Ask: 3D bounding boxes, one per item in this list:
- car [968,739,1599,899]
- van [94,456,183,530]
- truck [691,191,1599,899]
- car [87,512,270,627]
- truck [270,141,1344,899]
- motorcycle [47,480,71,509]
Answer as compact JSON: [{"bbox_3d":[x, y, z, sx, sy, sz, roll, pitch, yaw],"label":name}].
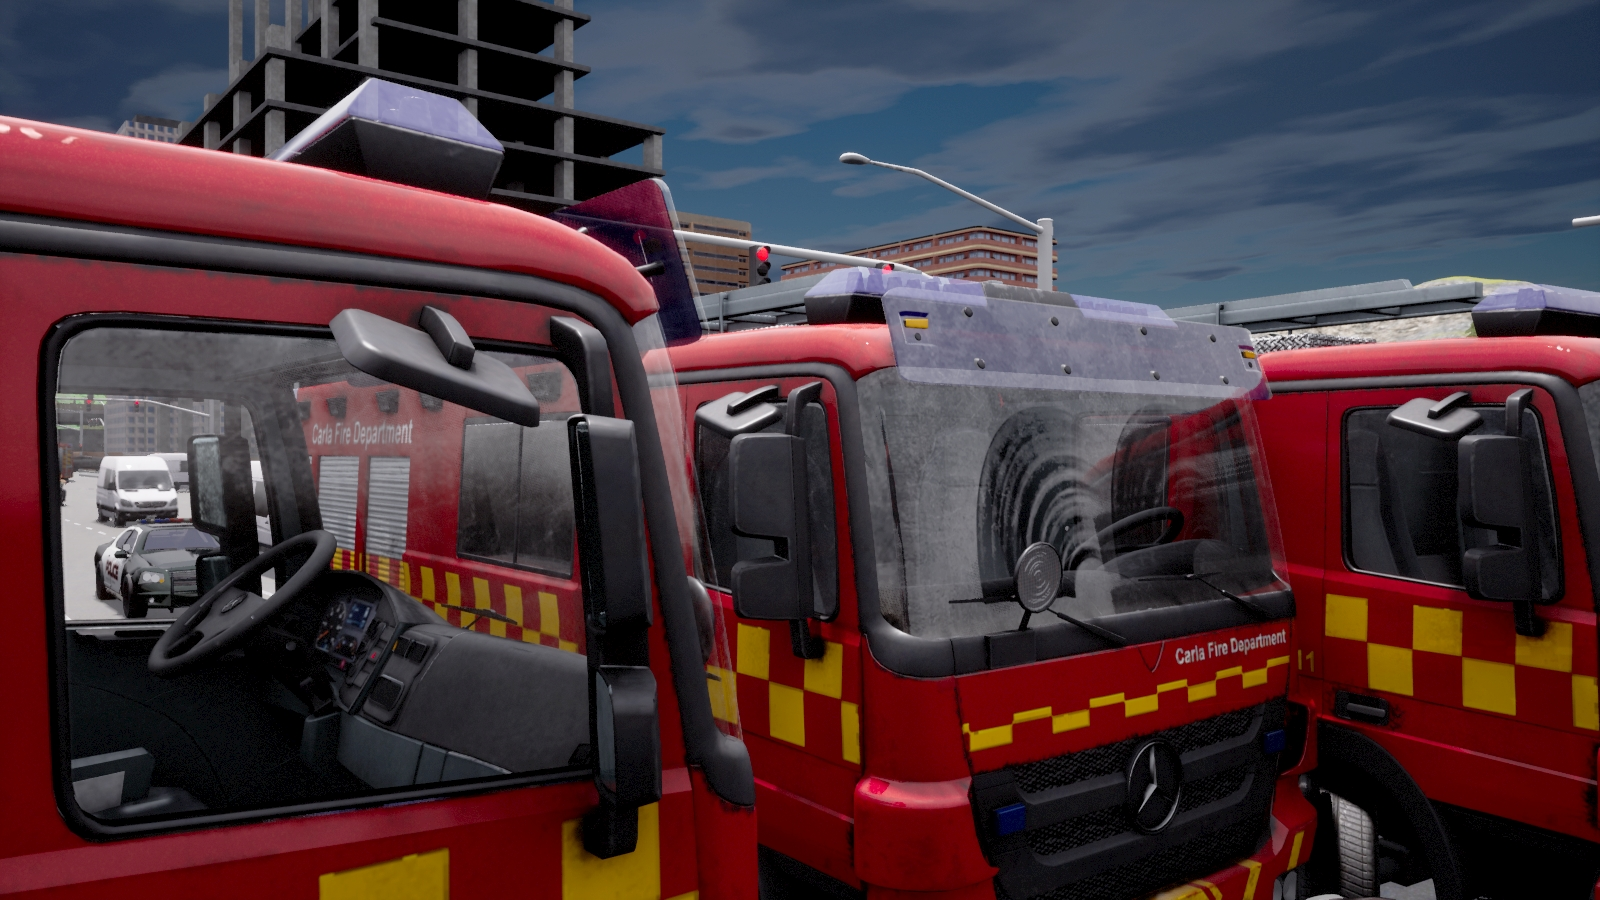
[{"bbox_3d":[2.437,2.065,3.109,1.970,1.475,3.806,0,0,-30],"label":"car"},{"bbox_3d":[-25.034,1.534,43.140,1.988,2.561,5.915,0,0,-39],"label":"van"},{"bbox_3d":[2.348,0.890,8.605,2.891,3.827,8.468,0,0,-31],"label":"truck"},{"bbox_3d":[-11.386,2.037,20.746,2.038,1.542,4.974,0,0,-39],"label":"car"},{"bbox_3d":[-1.099,0.890,8.003,2.891,3.827,8.468,0,0,-38],"label":"truck"},{"bbox_3d":[-36.254,2.155,55.918,0.764,1.307,2.356,0,0,-28],"label":"motorcycle"}]
